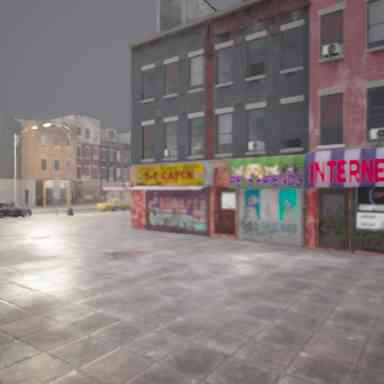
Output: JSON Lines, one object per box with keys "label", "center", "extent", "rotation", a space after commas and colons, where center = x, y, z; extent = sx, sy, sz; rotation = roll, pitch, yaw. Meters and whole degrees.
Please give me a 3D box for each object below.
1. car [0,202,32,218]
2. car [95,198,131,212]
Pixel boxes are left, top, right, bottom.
{"label": "car", "center": [-14.284, 1.370, 24.868], "extent": [1.947, 1.339, 4.313], "rotation": [0, 0, 35]}
{"label": "car", "center": [-7.615, 1.298, 34.225], "extent": [1.752, 1.417, 4.829], "rotation": [0, 0, 35]}
